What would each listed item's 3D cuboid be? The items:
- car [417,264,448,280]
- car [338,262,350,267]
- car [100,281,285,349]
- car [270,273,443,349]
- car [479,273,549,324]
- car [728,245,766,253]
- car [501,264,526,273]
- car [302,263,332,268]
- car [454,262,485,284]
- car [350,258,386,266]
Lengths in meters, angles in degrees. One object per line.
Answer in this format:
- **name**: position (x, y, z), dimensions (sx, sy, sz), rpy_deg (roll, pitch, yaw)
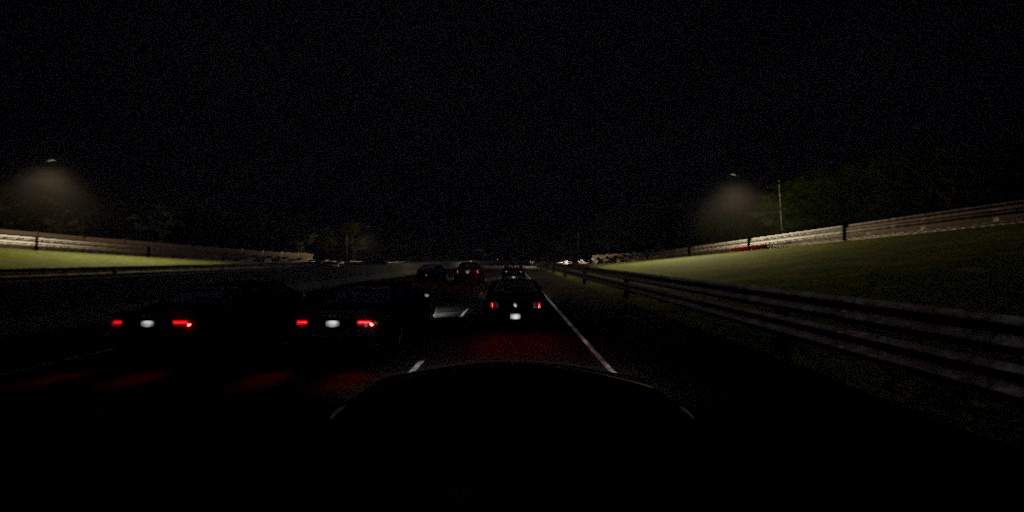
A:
- **car**: position (-6.891, 1.422, 31.293), dimensions (1.882, 1.535, 5.008), rpy_deg (0, 0, 0)
- **car**: position (-21.064, 1.533, 46.669), dimensions (1.882, 1.535, 5.008), rpy_deg (0, 0, 0)
- **car**: position (-6.898, 1.347, 9.293), dimensions (2.033, 1.411, 5.357), rpy_deg (0, 0, 0)
- **car**: position (-3.398, 1.347, 9.298), dimensions (2.033, 1.411, 5.357), rpy_deg (0, 0, 0)
- **car**: position (0.103, 1.420, 12.258), dimensions (1.895, 1.301, 4.718), rpy_deg (0, 0, 0)
- **car**: position (31.178, -0.941, 47.750), dimensions (1.882, 1.535, 5.008), rpy_deg (0, -4, -10)
- **car**: position (0.109, 1.425, 29.658), dimensions (2.128, 1.511, 4.902), rpy_deg (0, 0, 0)
- **car**: position (-24.569, 1.589, 44.908), dimensions (2.033, 1.411, 5.357), rpy_deg (0, 0, 0)
- **car**: position (-3.391, 1.284, 29.445), dimensions (2.097, 1.767, 4.553), rpy_deg (0, 0, 0)
- **car**: position (-17.573, 1.263, 44.840), dimensions (2.150, 2.045, 5.566), rpy_deg (0, 0, 0)
